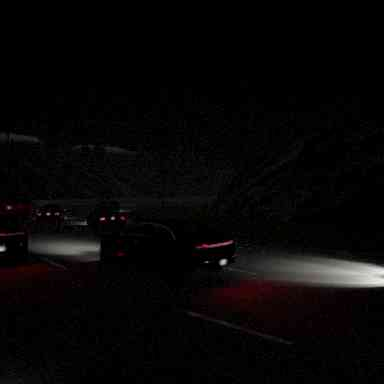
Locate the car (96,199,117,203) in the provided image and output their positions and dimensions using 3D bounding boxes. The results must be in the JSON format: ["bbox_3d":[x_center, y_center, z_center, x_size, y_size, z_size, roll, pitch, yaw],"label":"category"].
[{"bbox_3d":[-10.091,1.828,40.716,1.994,1.385,4.181,0,0,-1],"label":"car"}]

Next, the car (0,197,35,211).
[{"bbox_3d":[-16.028,1.438,30.799,2.150,2.045,5.566,0,0,-13],"label":"car"}]

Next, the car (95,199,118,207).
[{"bbox_3d":[-16.140,1.973,62.916,1.994,1.385,4.181,0,0,29],"label":"car"}]

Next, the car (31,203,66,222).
[{"bbox_3d":[-11.643,1.736,27.605,2.033,1.411,5.357,0,0,-17],"label":"car"}]

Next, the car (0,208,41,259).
[{"bbox_3d":[-7.432,1.580,12.295,2.128,1.511,4.902,0,0,-38],"label":"car"}]

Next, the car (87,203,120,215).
[{"bbox_3d":[-5.976,1.696,22.796,2.033,1.411,5.357,0,0,-26],"label":"car"}]

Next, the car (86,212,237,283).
[{"bbox_3d":[-0.936,1.554,10.034,4.902,1.511,2.128,0,0,44],"label":"car"}]

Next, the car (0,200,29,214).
[{"bbox_3d":[-21.995,1.791,40.578,1.837,1.490,4.892,0,0,-1],"label":"car"}]
